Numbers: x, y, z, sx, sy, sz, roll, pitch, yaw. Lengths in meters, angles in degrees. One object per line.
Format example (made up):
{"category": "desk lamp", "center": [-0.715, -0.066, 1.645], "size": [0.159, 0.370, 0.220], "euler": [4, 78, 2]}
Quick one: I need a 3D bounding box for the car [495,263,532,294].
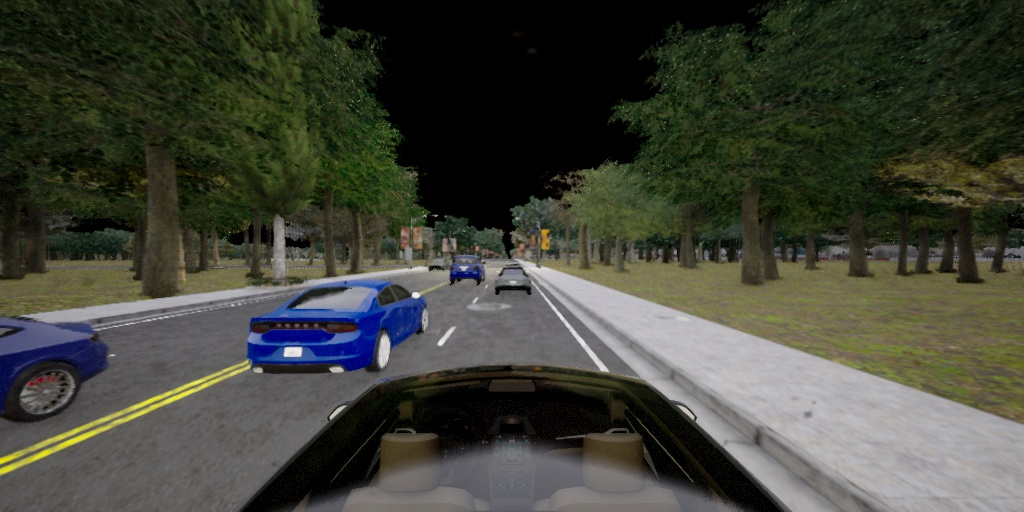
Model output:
{"category": "car", "center": [0.059, 1.314, 20.324], "size": [1.994, 1.385, 4.181], "euler": [0, 0, 0]}

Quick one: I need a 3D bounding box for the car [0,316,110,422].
{"category": "car", "center": [-6.598, 1.289, 3.126], "size": [1.812, 1.442, 4.674], "euler": [0, 0, 0]}

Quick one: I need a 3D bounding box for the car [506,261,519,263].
{"category": "car", "center": [0.018, 1.244, 38.241], "size": [2.128, 1.511, 4.902], "euler": [0, 0, 0]}

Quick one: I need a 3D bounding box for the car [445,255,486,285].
{"category": "car", "center": [-3.204, 0.979, 26.473], "size": [2.150, 2.045, 5.566], "euler": [0, 0, 0]}

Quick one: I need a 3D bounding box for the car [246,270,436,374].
{"category": "car", "center": [-3.158, 1.234, 7.635], "size": [1.882, 1.535, 5.008], "euler": [0, 0, 0]}

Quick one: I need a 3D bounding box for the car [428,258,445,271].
{"category": "car", "center": [-9.859, 1.126, 48.324], "size": [2.097, 1.767, 4.553], "euler": [0, 0, 0]}
